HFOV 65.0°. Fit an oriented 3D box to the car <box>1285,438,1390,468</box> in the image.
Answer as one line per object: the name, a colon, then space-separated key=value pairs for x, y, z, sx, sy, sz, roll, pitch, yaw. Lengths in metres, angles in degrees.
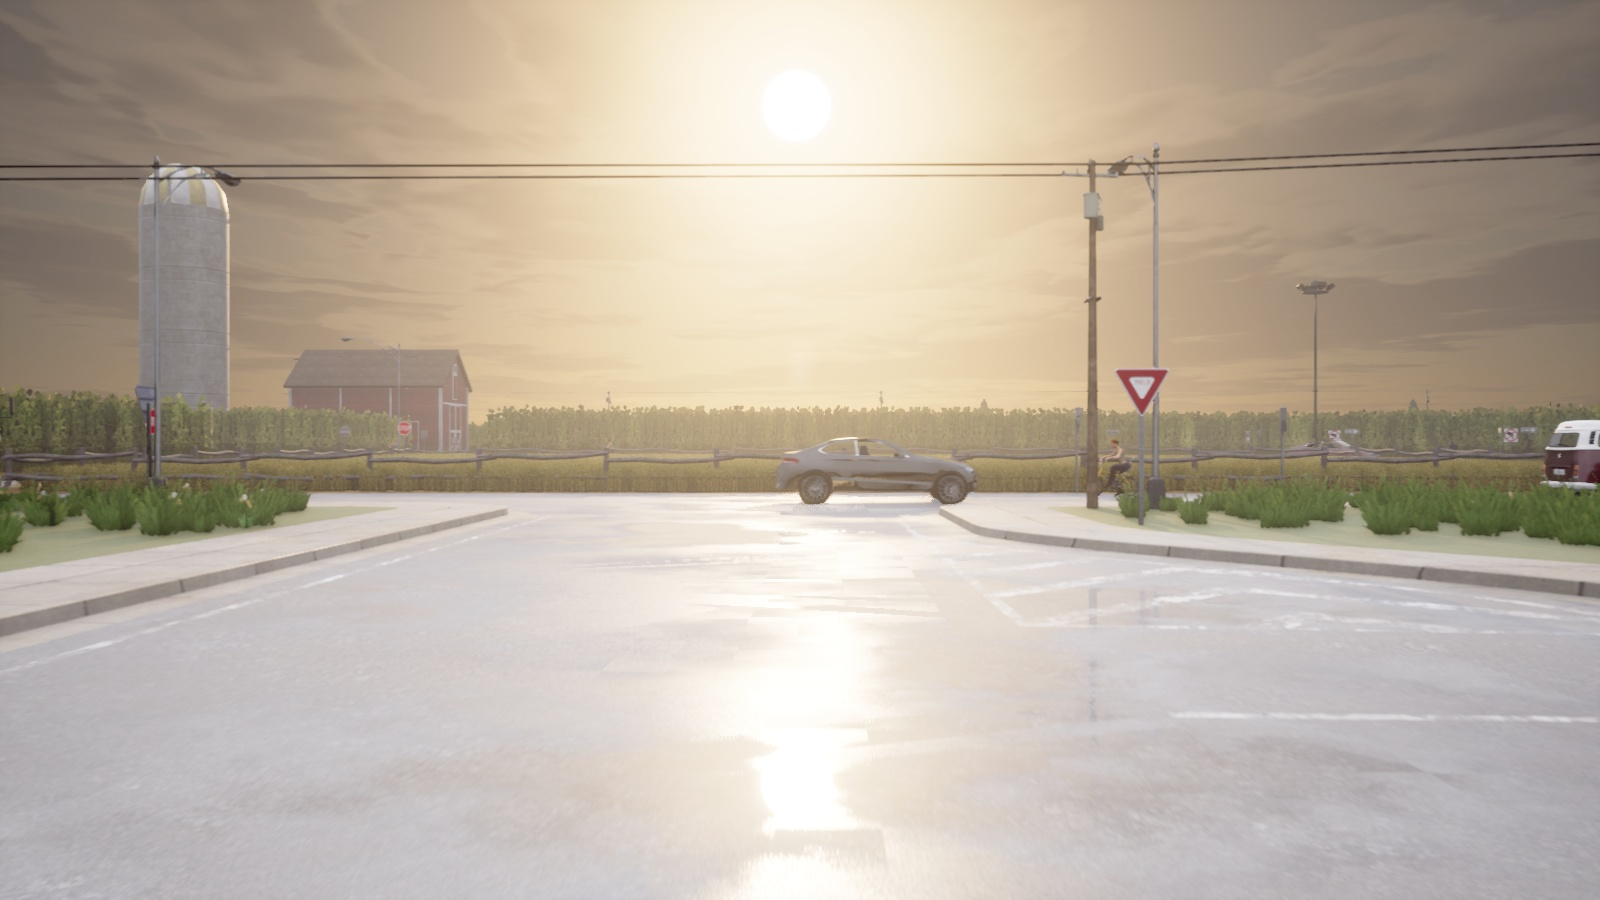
car: x=30.537 y=0.147 z=71.417 sx=5.027 sy=1.651 sz=2.152 roll=0 pitch=0 yaw=41

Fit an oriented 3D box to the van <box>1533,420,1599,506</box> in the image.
van: x=20.849 y=0.313 z=30.810 sx=4.480 sy=2.038 sz=2.069 roll=0 pitch=0 yaw=1

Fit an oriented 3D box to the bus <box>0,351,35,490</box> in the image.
bus: x=-28.711 y=-0.859 z=36.527 sx=3.944 sy=4.253 sz=10.273 roll=0 pitch=0 yaw=41

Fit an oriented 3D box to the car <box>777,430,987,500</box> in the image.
car: x=1.972 y=0.351 z=31.168 sx=5.027 sy=1.651 sz=2.152 roll=0 pitch=0 yaw=1

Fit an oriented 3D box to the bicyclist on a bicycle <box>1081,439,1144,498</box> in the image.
bicyclist on a bicycle: x=8.583 y=0.495 z=34.526 sx=1.509 sy=1.612 sz=0.866 roll=0 pitch=0 yaw=1
